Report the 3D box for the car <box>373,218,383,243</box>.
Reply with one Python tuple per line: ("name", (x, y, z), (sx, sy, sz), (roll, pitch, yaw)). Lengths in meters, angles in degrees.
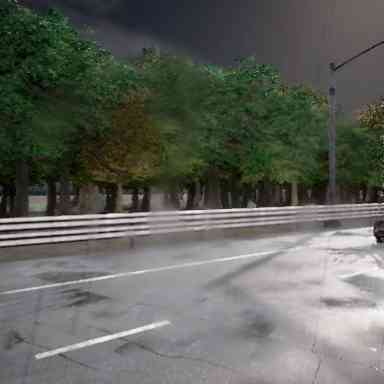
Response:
("car", (9.765, 1.487, 14.531), (4.674, 1.442, 1.812), (0, 0, -33))
